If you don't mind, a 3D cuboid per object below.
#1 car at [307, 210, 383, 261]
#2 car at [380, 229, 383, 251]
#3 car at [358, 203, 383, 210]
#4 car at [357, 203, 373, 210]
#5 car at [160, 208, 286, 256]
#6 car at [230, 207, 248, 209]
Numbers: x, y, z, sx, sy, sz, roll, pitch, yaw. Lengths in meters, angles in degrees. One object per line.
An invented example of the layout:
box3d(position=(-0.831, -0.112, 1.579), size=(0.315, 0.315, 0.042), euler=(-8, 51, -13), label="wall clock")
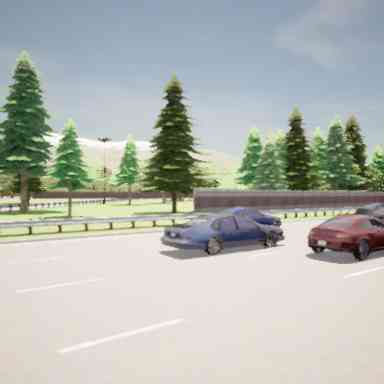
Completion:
box3d(position=(6.285, 1.588, 12.563), size=(4.674, 1.442, 1.812), euler=(1, 0, -35), label="car")
box3d(position=(7.310, 1.657, 9.004), size=(4.718, 1.301, 1.895), euler=(0, 0, -35), label="car")
box3d(position=(13.603, 1.667, 22.110), size=(5.357, 1.411, 2.033), euler=(0, 0, -35), label="car")
box3d(position=(15.398, 1.669, 27.649), size=(4.674, 1.442, 1.812), euler=(0, 0, -35), label="car")
box3d(position=(1.389, 1.592, 13.402), size=(5.357, 1.411, 2.033), euler=(0, 0, -35), label="car")
box3d(position=(3.026, 1.593, 18.829), size=(4.674, 1.442, 1.812), euler=(0, 0, -35), label="car")
